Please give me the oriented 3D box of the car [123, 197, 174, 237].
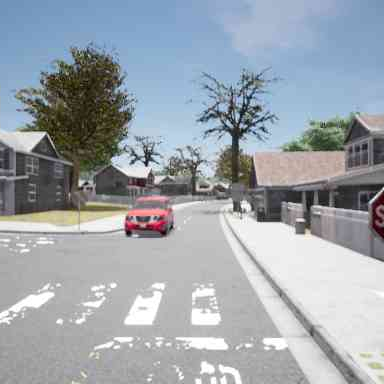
[{"bbox_3d":[-2.274,1.310,19.017,2.150,2.045,5.566,0,0,3],"label":"car"}]
